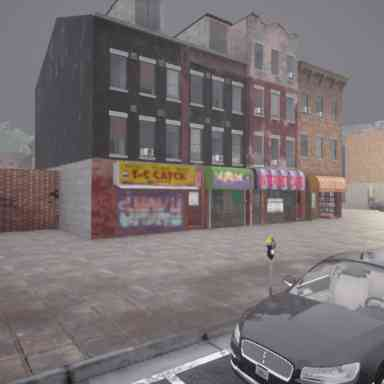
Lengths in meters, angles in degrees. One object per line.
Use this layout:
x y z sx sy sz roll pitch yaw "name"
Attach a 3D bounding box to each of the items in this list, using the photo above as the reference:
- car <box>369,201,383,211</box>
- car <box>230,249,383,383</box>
21.823 1.481 35.259 2.033 1.411 5.357 0 0 -36 "car"
2.474 1.553 4.562 4.403 1.369 2.008 0 0 -35 "car"
